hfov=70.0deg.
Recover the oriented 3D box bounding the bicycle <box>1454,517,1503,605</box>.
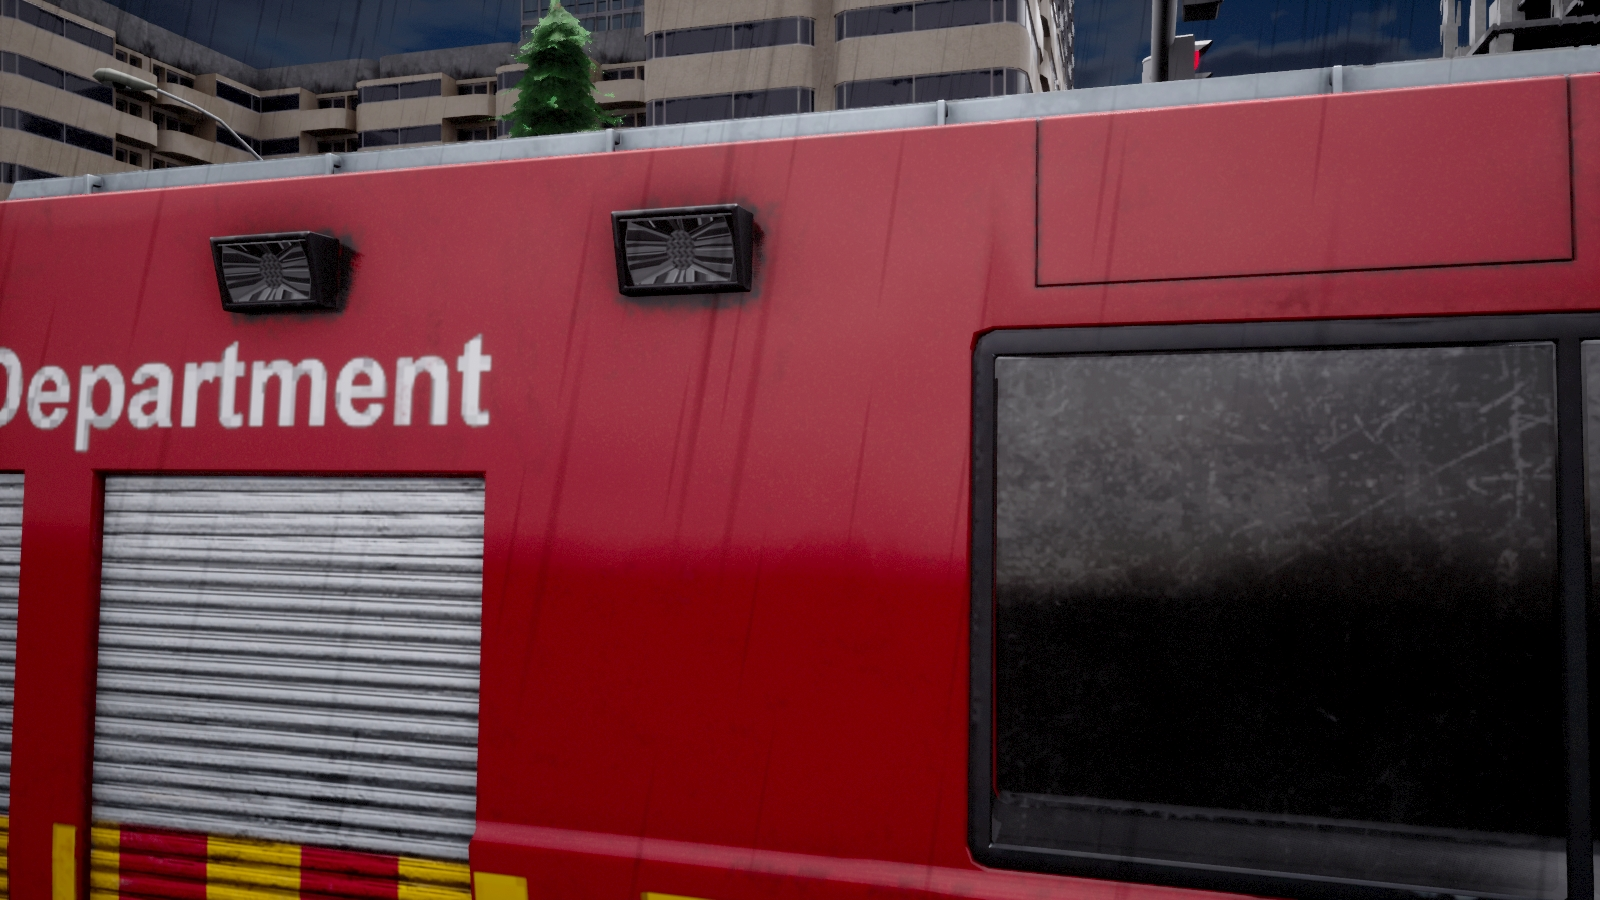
[{"bbox_3d":[12.788,2.060,21.569,0.329,1.471,1.835,0,0,16],"label":"bicycle"}]

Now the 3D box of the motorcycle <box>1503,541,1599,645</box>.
[{"bbox_3d":[11.678,2.155,17.664,0.764,1.307,2.356,0,0,16],"label":"motorcycle"}]
